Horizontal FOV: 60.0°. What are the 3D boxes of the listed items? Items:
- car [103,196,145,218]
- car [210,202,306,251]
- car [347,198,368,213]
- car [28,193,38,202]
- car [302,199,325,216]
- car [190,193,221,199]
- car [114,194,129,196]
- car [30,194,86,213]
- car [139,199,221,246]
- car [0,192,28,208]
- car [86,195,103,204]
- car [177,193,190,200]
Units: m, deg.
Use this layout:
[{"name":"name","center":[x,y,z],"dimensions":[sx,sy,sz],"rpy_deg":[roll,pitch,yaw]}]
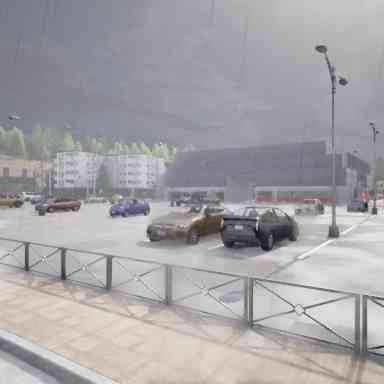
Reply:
[{"name":"car","center":[-5.286,1.320,28.159],"dimensions":[1.845,1.501,3.633],"rpy_deg":[0,0,34]},{"name":"car","center":[2.838,1.340,13.443],"dimensions":[2.007,1.523,4.514],"rpy_deg":[0,0,34]},{"name":"car","center":[17.439,1.374,34.997],"dimensions":[1.845,1.501,3.633],"rpy_deg":[0,0,34]},{"name":"car","center":[-23.573,1.298,53.561],"dimensions":[2.007,1.523,4.514],"rpy_deg":[0,0,34]},{"name":"car","center":[10.808,1.384,30.527],"dimensions":[1.970,1.475,3.806],"rpy_deg":[0,0,34]},{"name":"car","center":[2.134,1.097,45.539],"dimensions":[1.932,1.855,4.605],"rpy_deg":[0,0,34]},{"name":"car","center":[-11.093,1.154,54.007],"dimensions":[2.152,1.636,5.027],"rpy_deg":[0,0,34]},{"name":"car","center":[-13.534,1.298,33.801],"dimensions":[2.007,1.523,4.514],"rpy_deg":[0,0,34]},{"name":"car","center":[0.213,1.330,15.160],"dimensions":[2.152,1.636,5.027],"rpy_deg":[0,0,34]},{"name":"car","center":[-23.445,1.097,41.380],"dimensions":[1.932,1.855,4.605],"rpy_deg":[0,0,34]},{"name":"car","center":[-16.586,1.232,57.341],"dimensions":[1.970,1.475,3.806],"rpy_deg":[0,0,34]},{"name":"car","center":[-0.503,1.077,46.828],"dimensions":[1.905,1.878,3.866],"rpy_deg":[0,0,34]}]
